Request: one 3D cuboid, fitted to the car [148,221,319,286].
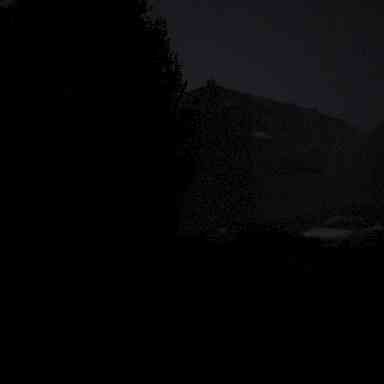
[{"bbox_3d":[1.443,1.718,10.431,5.008,1.535,2.097,1,0,-34],"label":"car"}]

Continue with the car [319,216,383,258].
[{"bbox_3d":[6.483,1.756,14.098,4.674,1.452,2.002,0,1,-36],"label":"car"}]
